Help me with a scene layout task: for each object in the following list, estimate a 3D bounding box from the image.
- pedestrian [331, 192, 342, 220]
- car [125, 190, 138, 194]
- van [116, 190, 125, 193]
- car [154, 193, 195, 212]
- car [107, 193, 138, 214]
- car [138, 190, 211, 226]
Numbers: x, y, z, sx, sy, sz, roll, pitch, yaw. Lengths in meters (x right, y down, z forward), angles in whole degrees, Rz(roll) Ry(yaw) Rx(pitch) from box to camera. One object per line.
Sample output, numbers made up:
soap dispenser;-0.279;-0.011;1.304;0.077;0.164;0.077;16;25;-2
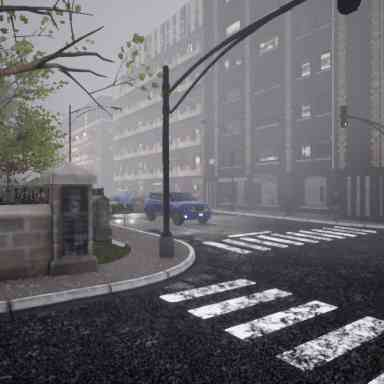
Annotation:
pedestrian;9.495;0.901;21.964;0.375;1.860;0.375;1;-1;-36
car;-5.036;0.727;36.855;2.192;1.841;5.009;1;1;-36
van;-8.299;0.655;41.312;1.690;1.788;3.998;1;1;-36
car;-1.776;0.950;32.401;1.967;1.590;4.097;1;1;-36
car;-6.759;1.098;29.384;1.994;1.385;4.181;0;1;-36
car;-1.102;0.926;21.654;2.150;2.045;5.566;0;1;-36
